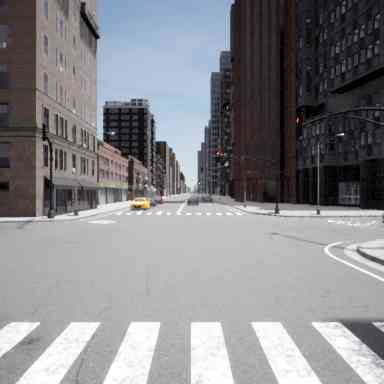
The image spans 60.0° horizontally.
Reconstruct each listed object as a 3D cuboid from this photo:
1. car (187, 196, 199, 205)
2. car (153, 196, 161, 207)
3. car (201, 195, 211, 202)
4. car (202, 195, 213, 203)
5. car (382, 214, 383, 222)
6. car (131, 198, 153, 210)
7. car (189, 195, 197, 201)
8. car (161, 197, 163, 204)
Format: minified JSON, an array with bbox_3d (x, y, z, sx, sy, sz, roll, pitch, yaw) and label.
[{"bbox_3d":[0.220,1.503,60.735,2.128,1.511,4.902,0,0,0],"label":"car"},{"bbox_3d":[-6.481,1.574,51.436,1.994,1.385,4.181,0,0,1],"label":"car"},{"bbox_3d":[3.412,1.501,81.372,2.128,1.511,4.902,0,0,0],"label":"car"},{"bbox_3d":[3.391,1.533,70.952,2.128,1.511,4.902,0,0,0],"label":"car"},{"bbox_3d":[15.575,1.711,23.307,4.674,1.442,1.812,1,0,-18],"label":"car"},{"bbox_3d":[-6.514,1.486,42.186,1.882,1.535,5.008,0,0,0],"label":"car"},{"bbox_3d":[0.163,1.558,82.119,1.994,1.385,4.181,0,0,0],"label":"car"},{"bbox_3d":[-6.440,1.489,61.857,1.882,1.535,5.008,0,0,0],"label":"car"}]
